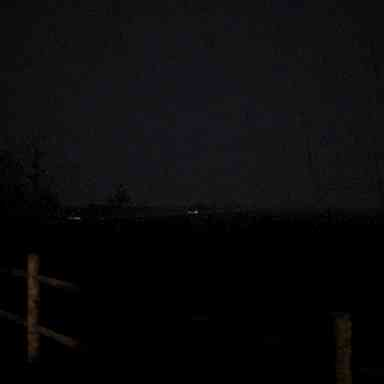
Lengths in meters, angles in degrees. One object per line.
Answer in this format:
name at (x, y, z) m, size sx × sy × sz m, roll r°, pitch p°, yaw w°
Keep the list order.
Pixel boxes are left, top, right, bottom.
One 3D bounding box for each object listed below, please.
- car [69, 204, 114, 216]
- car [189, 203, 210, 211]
car at (-11.684, 2.106, 39.142) m, size 2.033 × 1.411 × 5.357 m, roll 1°, pitch -1°, yaw 36°
car at (1.265, 2.590, 57.086) m, size 1.994 × 1.385 × 4.181 m, roll 1°, pitch -1°, yaw 36°
